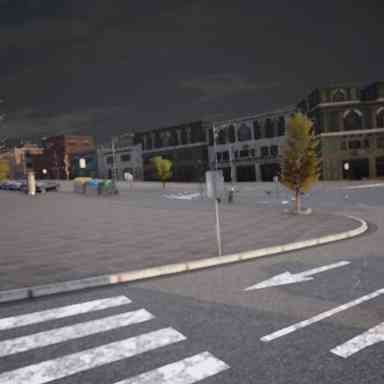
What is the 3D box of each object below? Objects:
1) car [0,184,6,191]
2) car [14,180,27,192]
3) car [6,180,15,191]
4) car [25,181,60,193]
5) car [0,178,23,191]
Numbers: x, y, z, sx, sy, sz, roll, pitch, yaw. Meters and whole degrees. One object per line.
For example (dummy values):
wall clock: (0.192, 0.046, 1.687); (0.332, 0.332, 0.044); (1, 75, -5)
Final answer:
car: (-28.847, -1.112, 54.582); (2.097, 1.535, 5.008); (0, 6, 16)
car: (-24.046, -0.878, 51.146); (2.231, 1.521, 4.892); (1, 7, 17)
car: (-26.447, -0.956, 52.875); (2.002, 1.452, 4.674); (0, 6, 16)
car: (-21.682, -0.723, 49.361); (2.163, 1.488, 4.792); (1, 7, 17)
car: (-31.287, -1.343, 56.220); (2.185, 1.767, 4.553); (0, 6, 15)
